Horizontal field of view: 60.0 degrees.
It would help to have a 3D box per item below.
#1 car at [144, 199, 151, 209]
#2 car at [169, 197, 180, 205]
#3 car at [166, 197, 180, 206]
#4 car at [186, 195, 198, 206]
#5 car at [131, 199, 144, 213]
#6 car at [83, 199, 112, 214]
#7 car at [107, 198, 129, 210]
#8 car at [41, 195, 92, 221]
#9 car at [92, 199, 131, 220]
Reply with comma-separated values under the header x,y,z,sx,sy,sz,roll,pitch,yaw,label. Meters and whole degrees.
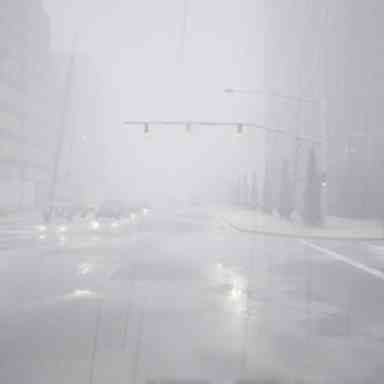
x,y,z,sx,sy,sz,roll,pitch,yaw,label
-7.074,1.719,48.329,1.994,1.385,4.181,0,0,0,car
-3.488,1.712,67.392,2.128,1.511,4.902,0,0,0,car
-3.489,1.698,58.065,1.837,1.490,4.892,0,0,0,car
0.011,1.749,57.495,2.033,1.411,5.357,0,0,0,car
-7.086,1.653,38.450,1.812,1.442,4.674,0,0,-1,car
-10.589,1.593,37.819,1.882,1.535,5.008,0,0,0,car
-10.574,1.693,48.152,2.033,1.411,5.357,0,0,0,car
-10.591,1.309,28.119,2.150,2.045,5.566,0,0,0,car
-7.092,1.453,29.466,2.097,1.767,4.553,0,0,0,car
